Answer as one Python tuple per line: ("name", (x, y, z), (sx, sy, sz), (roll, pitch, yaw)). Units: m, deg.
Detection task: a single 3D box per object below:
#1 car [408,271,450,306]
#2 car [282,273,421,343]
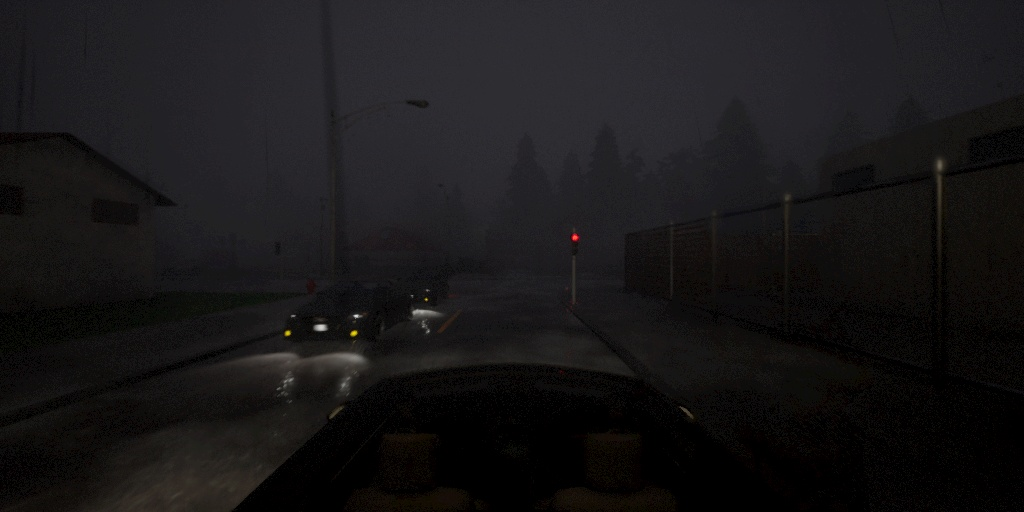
("car", (-3.984, 1.357, 15.700), (1.994, 1.385, 4.181), (0, 0, 0))
("car", (-4.054, 1.329, 9.612), (1.994, 1.385, 4.181), (0, 0, 1))
